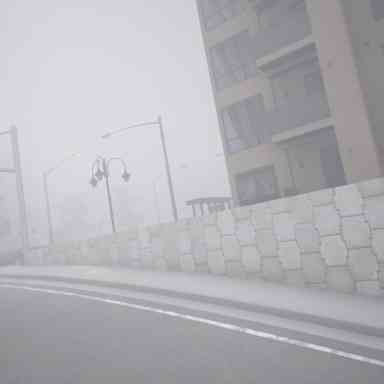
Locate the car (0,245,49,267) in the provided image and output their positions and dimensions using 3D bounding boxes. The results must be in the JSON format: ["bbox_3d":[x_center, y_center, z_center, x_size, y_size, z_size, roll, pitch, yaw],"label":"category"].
[{"bbox_3d":[-14.636,5.692,29.942,1.837,1.490,4.892,-15,-8,35],"label":"car"}]
